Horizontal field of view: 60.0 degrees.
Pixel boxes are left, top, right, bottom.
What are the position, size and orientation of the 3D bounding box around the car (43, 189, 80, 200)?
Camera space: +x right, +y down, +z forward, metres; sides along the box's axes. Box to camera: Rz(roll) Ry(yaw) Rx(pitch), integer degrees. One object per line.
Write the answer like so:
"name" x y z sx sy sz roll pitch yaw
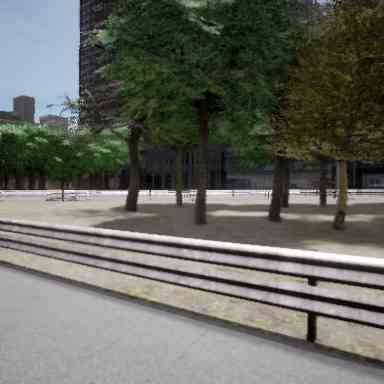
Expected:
"car" -17.451 0.375 44.539 4.674 1.442 1.812 0 1 -3
